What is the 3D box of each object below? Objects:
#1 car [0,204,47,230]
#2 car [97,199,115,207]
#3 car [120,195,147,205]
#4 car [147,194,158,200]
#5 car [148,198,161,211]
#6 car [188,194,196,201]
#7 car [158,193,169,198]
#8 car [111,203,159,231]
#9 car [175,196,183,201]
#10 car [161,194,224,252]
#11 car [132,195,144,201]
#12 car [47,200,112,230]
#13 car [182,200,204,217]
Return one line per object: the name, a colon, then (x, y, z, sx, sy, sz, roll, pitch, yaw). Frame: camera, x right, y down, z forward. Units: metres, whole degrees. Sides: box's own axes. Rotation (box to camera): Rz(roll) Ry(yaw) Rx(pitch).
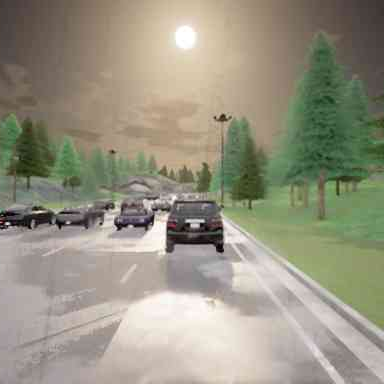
car: (-10.398, 1.523, 21.269, 1.837, 1.490, 4.892, 0, 0, 0)
car: (-10.398, 1.523, 39.352, 2.128, 1.511, 4.902, 0, 0, 0)
car: (-6.898, 1.381, 38.584, 2.097, 1.767, 4.553, 0, 0, 0)
car: (-10.497, 1.536, 87.352, 1.882, 1.535, 5.008, 0, 0, 0)
car: (-3.398, 1.629, 36.996, 1.895, 1.301, 4.718, 0, 0, 0)
car: (0.003, 1.413, 87.322, 2.097, 1.767, 4.553, 0, 0, 0)
car: (-6.997, 1.283, 87.382, 2.150, 2.045, 5.566, 0, 0, 0)
car: (-3.399, 1.617, 20.671, 1.895, 1.301, 4.718, 0, 0, 0)
car: (-3.497, 1.661, 87.348, 1.895, 1.301, 4.718, 0, 0, 0)
car: (0.100, 1.234, 14.091, 2.150, 2.045, 5.566, 0, 0, 0)
car: (-13.997, 1.584, 86.519, 2.128, 1.511, 4.902, 0, 0, 0)
car: (-6.898, 1.508, 20.981, 2.128, 1.511, 4.902, 0, 0, 0)
car: (0.102, 1.572, 32.856, 2.033, 1.411, 5.357, 0, 0, 0)
